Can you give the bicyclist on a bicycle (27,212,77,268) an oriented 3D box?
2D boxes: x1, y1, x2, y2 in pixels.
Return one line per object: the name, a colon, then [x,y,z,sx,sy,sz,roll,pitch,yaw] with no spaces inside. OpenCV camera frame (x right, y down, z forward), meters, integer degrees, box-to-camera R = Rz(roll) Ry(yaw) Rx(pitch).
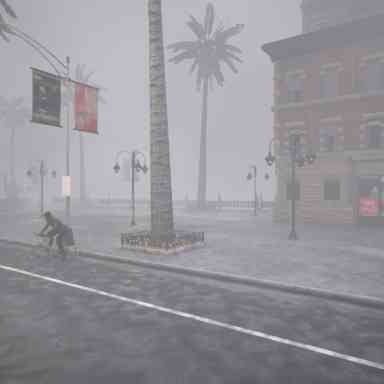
bicyclist on a bicycle: [-4.259,1.422,10.205,0.582,1.620,1.656,0,2,35]
